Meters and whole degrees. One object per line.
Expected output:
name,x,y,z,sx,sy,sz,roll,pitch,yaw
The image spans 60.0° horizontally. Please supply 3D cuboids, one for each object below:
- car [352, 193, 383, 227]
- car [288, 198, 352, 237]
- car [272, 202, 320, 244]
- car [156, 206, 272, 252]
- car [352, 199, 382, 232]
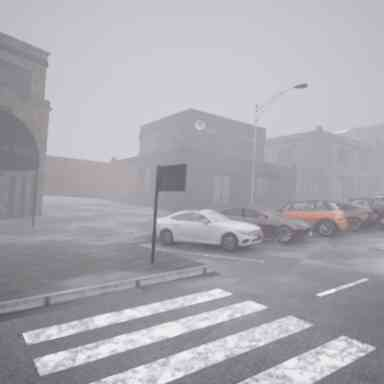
car,10.085,1.122,20.319,4.553,1.767,2.185,-1,0,34
car,5.312,1.190,16.852,4.553,1.767,2.185,-1,0,34
car,2.931,1.380,15.122,4.792,1.488,2.163,-1,-1,34
car,0.520,1.425,13.400,4.674,1.452,2.002,-1,-1,34
car,7.652,1.312,18.620,4.792,1.488,2.163,-1,0,34
